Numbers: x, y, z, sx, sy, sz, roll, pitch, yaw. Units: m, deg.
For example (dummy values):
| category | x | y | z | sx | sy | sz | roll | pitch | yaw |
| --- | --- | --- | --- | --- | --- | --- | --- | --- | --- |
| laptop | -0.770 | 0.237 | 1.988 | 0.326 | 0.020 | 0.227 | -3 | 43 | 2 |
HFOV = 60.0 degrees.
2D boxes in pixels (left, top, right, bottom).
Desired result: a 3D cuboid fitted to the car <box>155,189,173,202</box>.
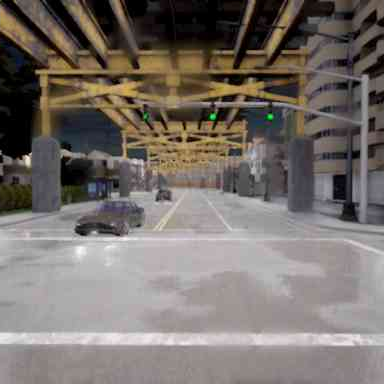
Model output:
| category | x | y | z | sx | sy | sz | roll | pitch | yaw |
| --- | --- | --- | --- | --- | --- | --- | --- | --- | --- |
| car | -3.336 | 0.399 | 40.276 | 1.837 | 1.490 | 4.892 | 0 | 2 | 0 |

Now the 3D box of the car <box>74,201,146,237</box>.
| category | x | y | z | sx | sy | sz | roll | pitch | yaw |
| --- | --- | --- | --- | --- | --- | --- | --- | --- | --- |
| car | -3.554 | 1.132 | 15.635 | 2.033 | 1.411 | 5.357 | 0 | 2 | 6 |
